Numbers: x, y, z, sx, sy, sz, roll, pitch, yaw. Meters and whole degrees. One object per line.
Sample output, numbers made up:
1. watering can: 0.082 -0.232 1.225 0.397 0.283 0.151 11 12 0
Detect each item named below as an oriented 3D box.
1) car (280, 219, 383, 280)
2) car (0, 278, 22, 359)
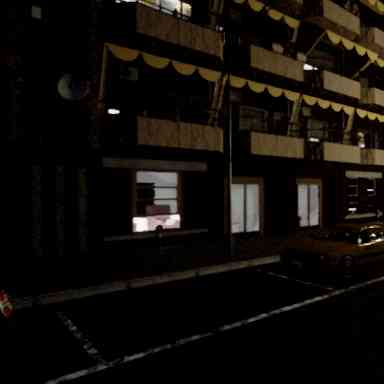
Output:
1. car: 4.644 1.518 9.879 4.829 1.417 1.752 0 0 -36
2. car: -4.217 1.441 3.558 4.097 1.590 1.967 0 0 -36
